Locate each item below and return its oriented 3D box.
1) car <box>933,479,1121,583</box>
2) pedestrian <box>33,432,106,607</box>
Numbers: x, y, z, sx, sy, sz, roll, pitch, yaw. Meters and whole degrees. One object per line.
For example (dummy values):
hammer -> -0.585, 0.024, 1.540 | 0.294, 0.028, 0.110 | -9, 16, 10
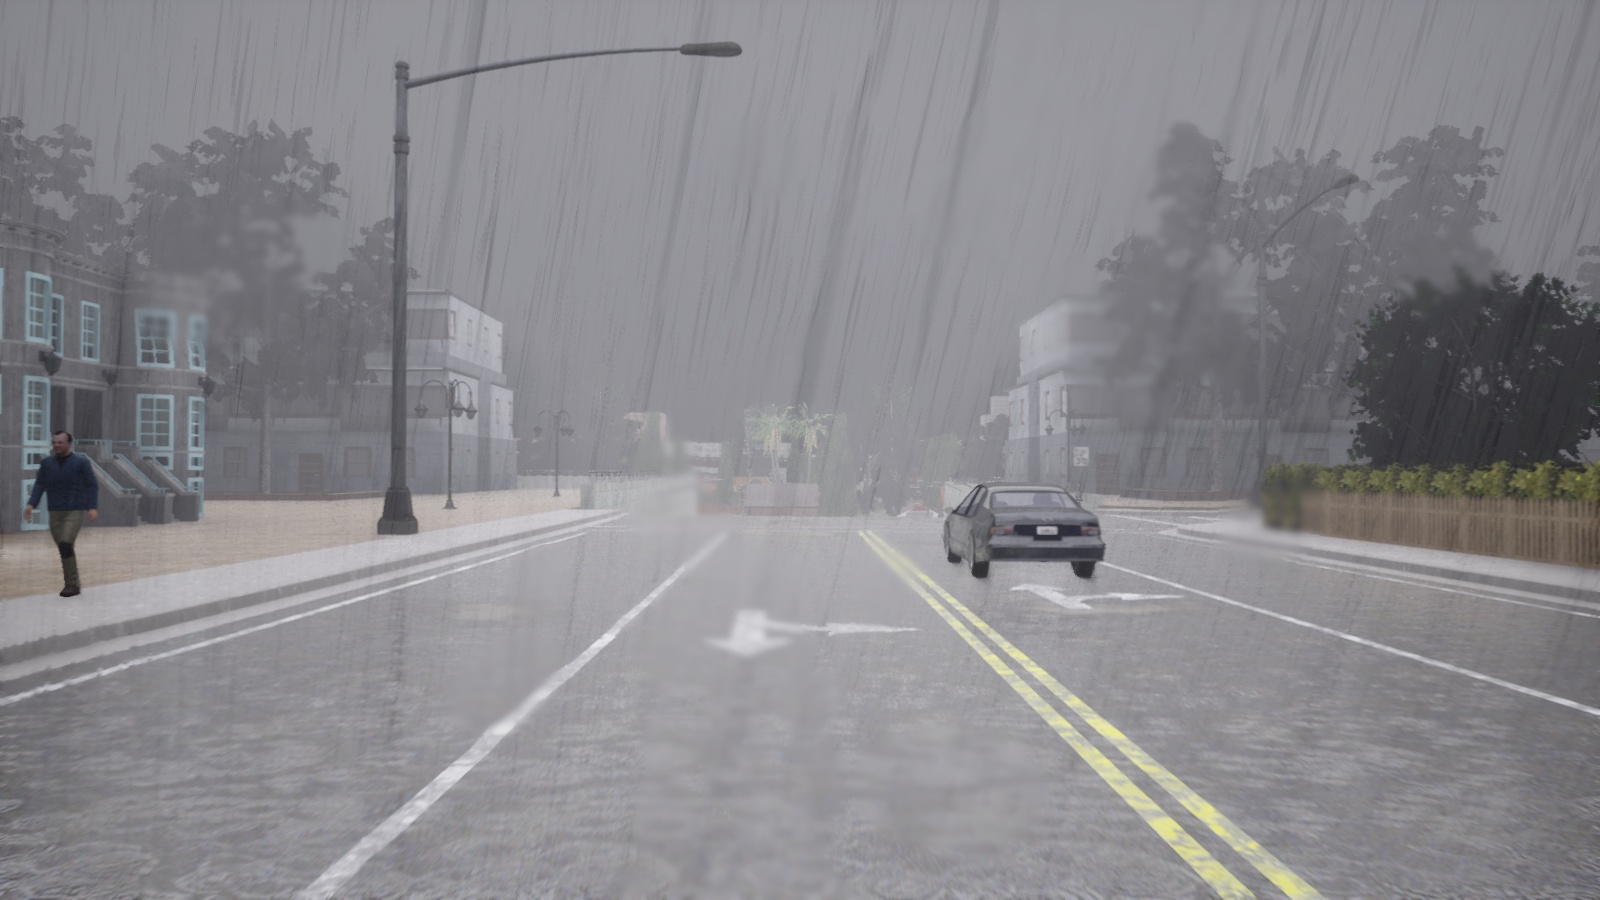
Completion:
car -> 3.451, 1.187, 20.201 | 2.033, 1.411, 5.357 | 0, -1, 0
pedestrian -> -7.881, 0.735, 13.566 | 0.402, 1.842, 0.726 | 0, -1, -5
